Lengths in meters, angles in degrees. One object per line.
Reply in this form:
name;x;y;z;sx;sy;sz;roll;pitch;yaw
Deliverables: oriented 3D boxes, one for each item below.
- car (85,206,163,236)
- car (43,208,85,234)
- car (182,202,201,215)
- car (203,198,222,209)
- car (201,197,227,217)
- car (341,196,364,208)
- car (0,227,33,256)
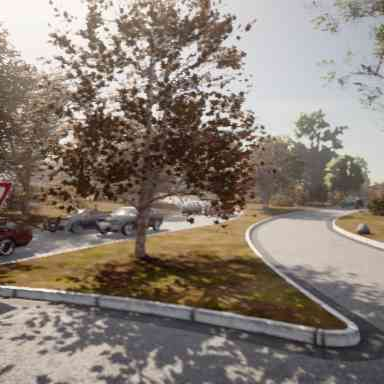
car;-3.496;1.592;19.268;2.128;1.511;4.902;0;-1;26
car;-6.762;1.669;20.019;1.994;1.385;4.181;0;-1;25
car;0.114;1.873;38.601;2.033;1.411;5.357;0;0;8
car;3.255;1.857;53.309;1.882;1.535;5.008;0;0;-9
car;2.703;1.511;34.924;2.150;2.045;5.566;0;0;12
car;23.178;1.404;47.965;2.097;1.767;4.553;0;1;40
car;-8.022;1.645;11.136;1.895;1.301;4.718;0;0;32
